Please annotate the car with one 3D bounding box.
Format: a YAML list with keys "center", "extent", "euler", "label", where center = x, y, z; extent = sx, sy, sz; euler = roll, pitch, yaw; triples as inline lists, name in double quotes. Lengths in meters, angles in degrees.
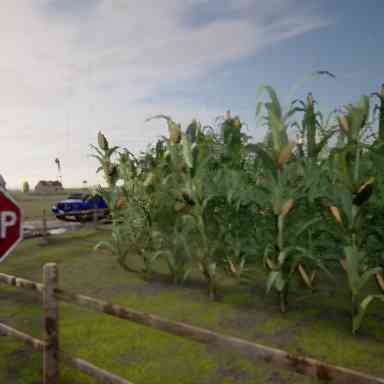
- center: [-8.366, 0.990, 26.196]
  extent: [2.150, 2.045, 5.566]
  euler: [0, 1, 22]
  label: "car"
